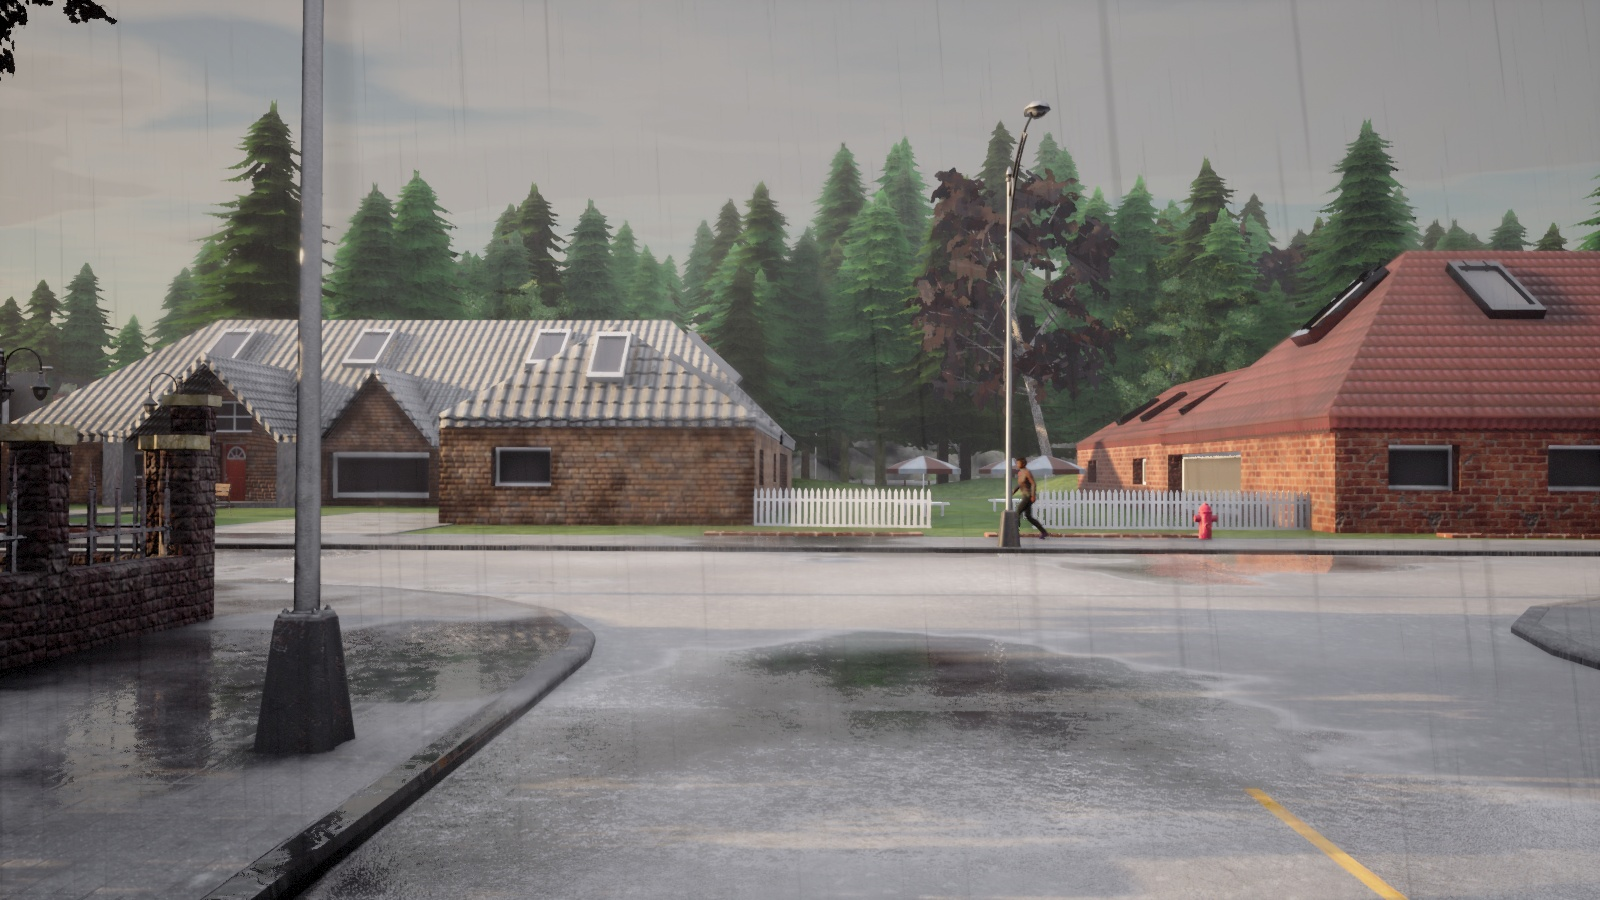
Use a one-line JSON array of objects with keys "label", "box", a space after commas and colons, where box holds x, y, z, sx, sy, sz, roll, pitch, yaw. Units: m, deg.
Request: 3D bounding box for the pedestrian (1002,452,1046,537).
[{"label": "pedestrian", "box": [4.763, 0.950, 26.755, 0.869, 1.805, 0.328, 0, -1, 0]}]
